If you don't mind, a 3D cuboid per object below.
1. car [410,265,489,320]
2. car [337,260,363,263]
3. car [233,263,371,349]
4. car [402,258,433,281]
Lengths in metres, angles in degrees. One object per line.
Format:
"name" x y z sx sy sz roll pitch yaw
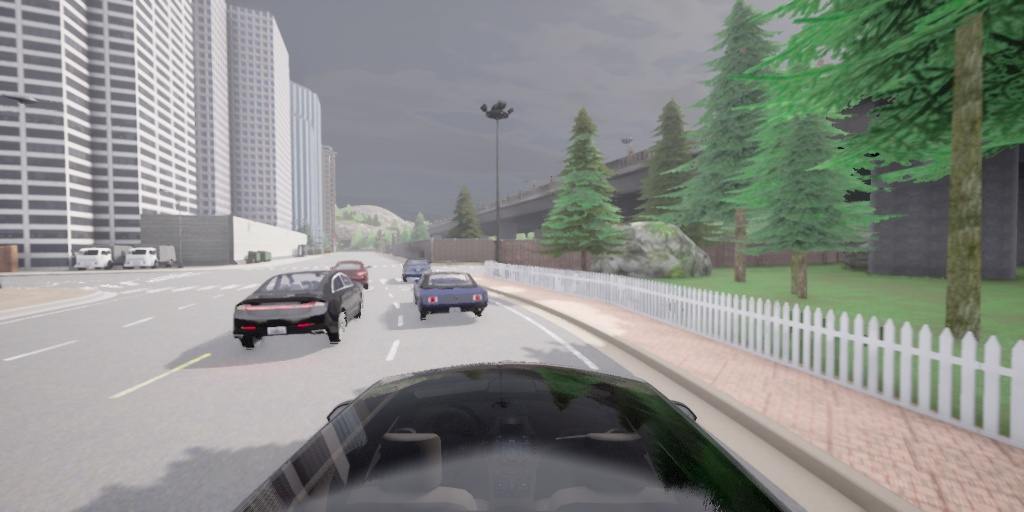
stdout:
"car" -2.206 1.137 11.805 1.895 1.301 4.718 -1 1 -18
"car" -8.433 0.944 18.714 1.812 1.442 4.674 -1 1 -21
"car" -4.932 1.109 8.915 2.128 1.511 4.902 -1 1 -15
"car" -6.248 0.842 23.774 2.033 1.411 5.357 -1 1 -16
